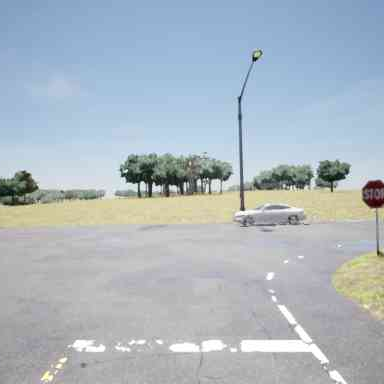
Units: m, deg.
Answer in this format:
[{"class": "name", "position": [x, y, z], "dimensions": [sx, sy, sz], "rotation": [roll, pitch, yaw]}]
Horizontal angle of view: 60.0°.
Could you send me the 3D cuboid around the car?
[{"class": "car", "position": [5.103, 1.472, 21.898], "dimensions": [4.674, 1.442, 1.812], "rotation": [-2, -2, -1]}]
